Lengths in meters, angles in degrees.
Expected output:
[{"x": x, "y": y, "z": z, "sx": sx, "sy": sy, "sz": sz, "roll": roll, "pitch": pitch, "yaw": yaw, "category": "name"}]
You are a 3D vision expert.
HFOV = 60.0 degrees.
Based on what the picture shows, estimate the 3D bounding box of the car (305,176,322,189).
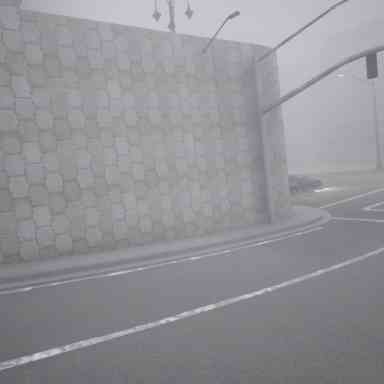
[{"x": 9.626, "y": -0.901, "z": 30.396, "sx": 1.994, "sy": 1.385, "sz": 4.181, "roll": -10, "pitch": 6, "yaw": -34, "category": "car"}]

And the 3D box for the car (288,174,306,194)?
[{"x": 6.804, "y": -0.598, "z": 28.334, "sx": 2.097, "sy": 1.767, "sz": 4.553, "roll": -10, "pitch": 6, "yaw": -35, "category": "car"}]
